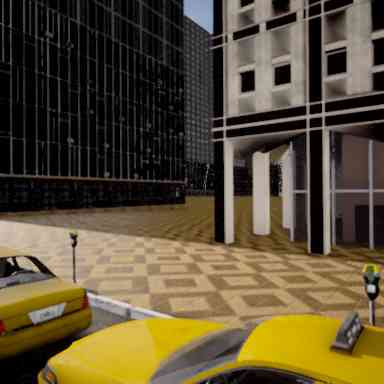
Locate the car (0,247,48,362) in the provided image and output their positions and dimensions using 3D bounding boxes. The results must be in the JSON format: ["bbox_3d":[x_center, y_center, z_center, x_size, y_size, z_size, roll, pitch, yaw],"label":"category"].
[{"bbox_3d":[-3.695,1.478,5.539,4.829,1.417,1.752,1,-1,36],"label":"car"}]

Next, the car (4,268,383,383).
[{"bbox_3d":[0.795,1.521,2.323,4.829,1.417,1.752,1,-1,36],"label":"car"}]
